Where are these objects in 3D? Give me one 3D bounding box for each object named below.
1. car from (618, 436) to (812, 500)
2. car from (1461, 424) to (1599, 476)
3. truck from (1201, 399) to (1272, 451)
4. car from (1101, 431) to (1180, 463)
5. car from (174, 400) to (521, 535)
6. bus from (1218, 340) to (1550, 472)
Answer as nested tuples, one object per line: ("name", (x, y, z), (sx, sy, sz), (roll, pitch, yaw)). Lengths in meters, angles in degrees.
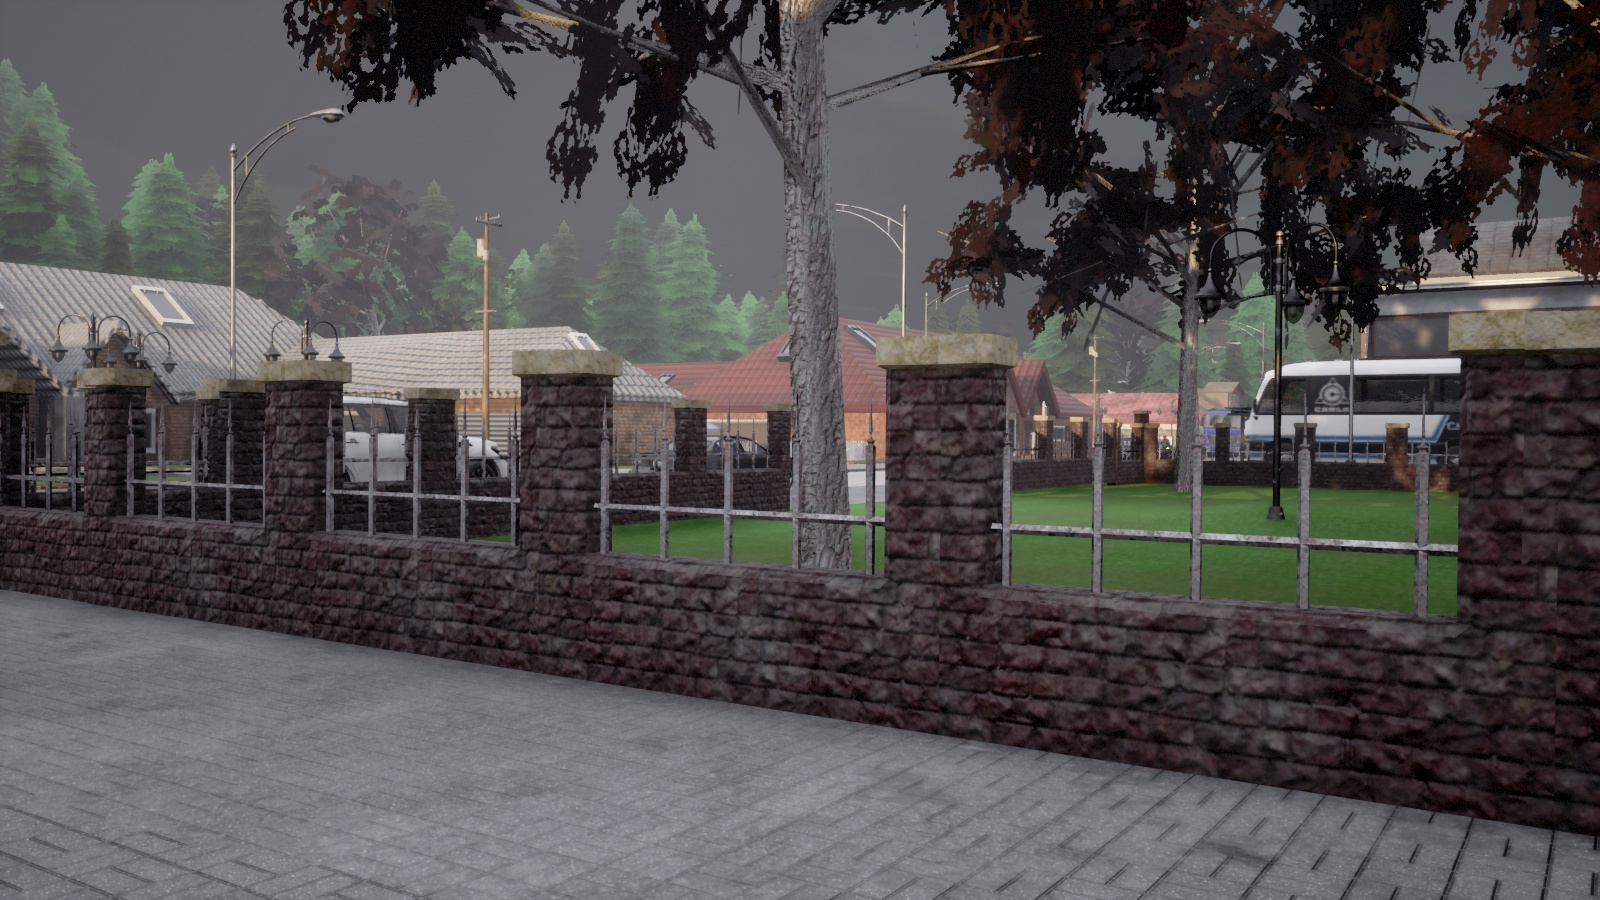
("car", (-1.944, 0.375, 30.879), (2.033, 1.411, 5.357), (0, 1, 31))
("car", (23.066, -0.023, 38.337), (5.008, 1.535, 1.882), (0, 1, 30))
("truck", (30.727, -1.733, 88.221), (2.891, 3.462, 7.936), (0, 1, 33))
("car", (15.926, -0.165, 58.543), (2.033, 1.411, 5.357), (0, 1, 33))
("car", (-7.683, 0.219, 22.017), (2.150, 2.045, 5.566), (0, 1, 32))
("bus", (20.677, -1.444, 44.788), (10.273, 4.253, 3.944), (0, 1, 33))
